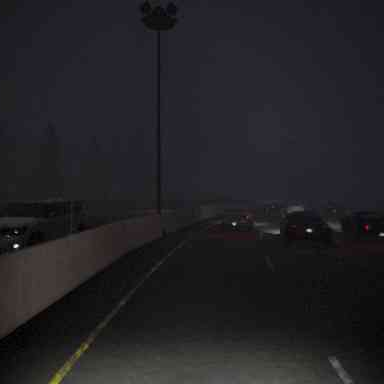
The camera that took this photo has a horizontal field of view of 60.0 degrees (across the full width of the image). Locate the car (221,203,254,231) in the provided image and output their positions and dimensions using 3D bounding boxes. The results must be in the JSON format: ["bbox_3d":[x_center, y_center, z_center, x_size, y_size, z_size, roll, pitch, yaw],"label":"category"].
[{"bbox_3d":[2.996,1.616,21.505,1.812,1.442,4.674,0,0,14],"label":"car"}]

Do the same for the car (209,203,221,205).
[{"bbox_3d":[3.597,1.704,51.378,2.128,1.511,4.902,0,0,30],"label":"car"}]

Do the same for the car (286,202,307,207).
[{"bbox_3d":[10.321,1.668,32.872,1.812,1.442,4.674,0,0,22],"label":"car"}]

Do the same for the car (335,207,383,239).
[{"bbox_3d":[9.186,1.680,17.432,1.895,1.301,4.718,0,0,12],"label":"car"}]

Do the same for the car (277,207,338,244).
[{"bbox_3d":[5.433,1.635,16.232,1.994,1.385,4.181,0,0,11],"label":"car"}]

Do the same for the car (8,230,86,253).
[{"bbox_3d":[-5.999,1.269,12.942,2.150,2.045,5.566,0,0,8],"label":"car"}]

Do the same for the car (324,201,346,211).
[{"bbox_3d":[14.635,1.642,34.099,2.128,1.511,4.902,0,0,23],"label":"car"}]

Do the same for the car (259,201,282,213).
[{"bbox_3d":[9.465,1.770,39.666,1.895,1.301,4.718,0,0,25],"label":"car"}]
